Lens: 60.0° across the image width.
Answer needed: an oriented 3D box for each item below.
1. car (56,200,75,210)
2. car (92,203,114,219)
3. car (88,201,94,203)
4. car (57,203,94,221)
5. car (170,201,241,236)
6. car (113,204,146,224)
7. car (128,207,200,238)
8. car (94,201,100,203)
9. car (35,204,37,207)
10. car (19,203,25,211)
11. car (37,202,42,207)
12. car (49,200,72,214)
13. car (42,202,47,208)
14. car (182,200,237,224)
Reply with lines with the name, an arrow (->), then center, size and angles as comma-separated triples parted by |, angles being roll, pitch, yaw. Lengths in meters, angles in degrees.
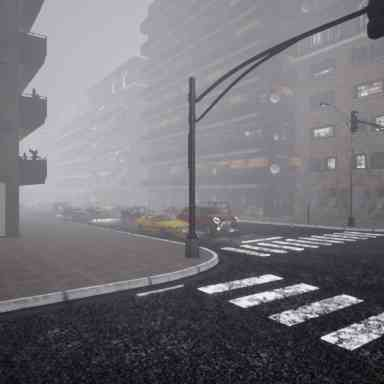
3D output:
car -> -25.238, 2.524, 66.255 | 2.192, 1.841, 5.009 | -1, 0, -36
car -> -10.307, 2.192, 36.052 | 1.994, 1.385, 4.181 | 0, -1, -36
car -> -16.458, 2.307, 55.013 | 2.097, 1.767, 4.553 | 0, -1, -36
car -> -11.925, 2.163, 33.829 | 1.887, 1.381, 4.507 | -1, 0, -36
car -> 0.927, 1.634, 20.606 | 2.097, 1.767, 4.553 | 0, -1, -36
car -> -4.434, 1.940, 27.972 | 2.128, 1.511, 4.902 | 0, -1, -36
car -> -1.817, 1.833, 19.961 | 1.752, 1.417, 4.829 | -1, 0, -36
car -> -12.433, 2.290, 49.555 | 1.801, 1.575, 5.366 | 0, -1, -36
car -> -38.572, 3.168, 84.565 | 1.947, 1.339, 4.313 | -1, 0, -36
car -> -31.942, 2.770, 61.290 | 1.887, 1.381, 4.507 | -1, 0, -36
car -> -35.241, 3.049, 79.986 | 1.887, 1.381, 4.507 | -1, 0, -36
car -> -18.231, 2.221, 47.008 | 2.097, 1.767, 4.553 | 0, -1, -36
car -> -31.904, 2.973, 75.409 | 1.947, 1.339, 4.313 | -1, 0, -36
car -> 1.450, 1.713, 29.643 | 2.192, 1.841, 5.009 | -1, 0, -36
